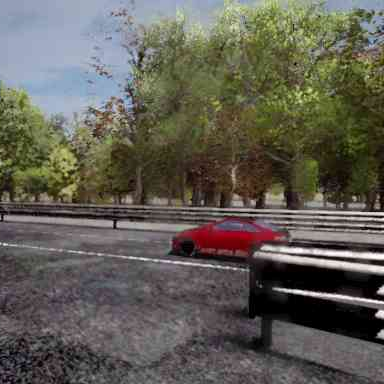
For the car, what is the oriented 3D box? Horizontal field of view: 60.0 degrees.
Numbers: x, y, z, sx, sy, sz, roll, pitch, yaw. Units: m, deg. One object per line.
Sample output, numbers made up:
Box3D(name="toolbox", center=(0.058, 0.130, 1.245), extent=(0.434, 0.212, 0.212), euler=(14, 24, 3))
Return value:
Box3D(name="car", center=(1.392, 1.573, 11.731), extent=(4.181, 1.385, 1.994), euler=(0, 0, 24))
